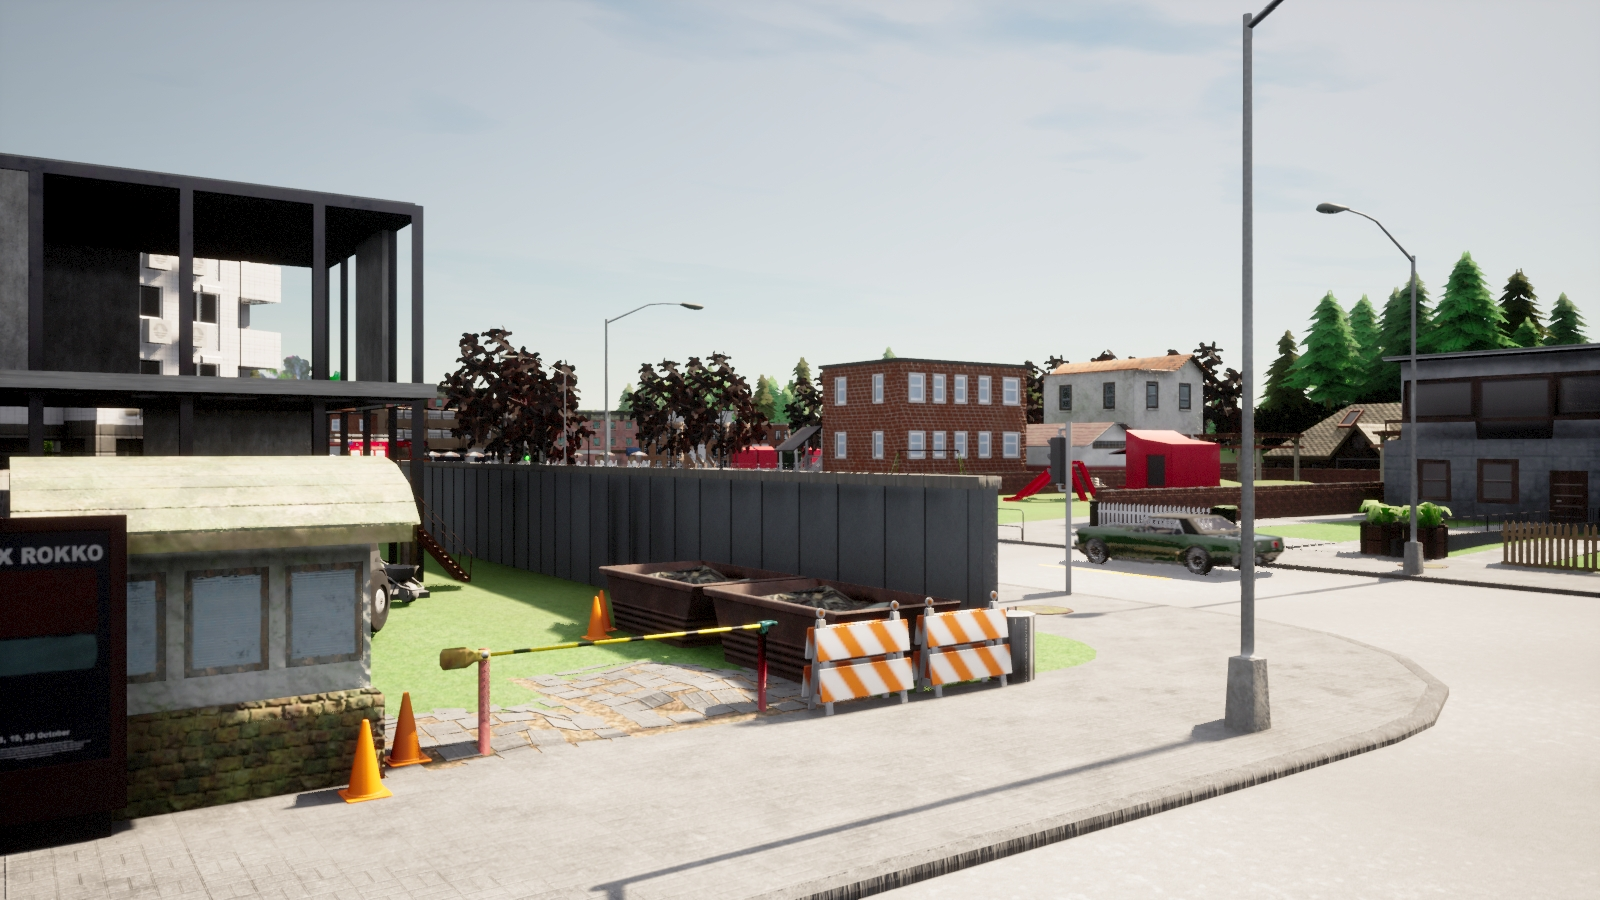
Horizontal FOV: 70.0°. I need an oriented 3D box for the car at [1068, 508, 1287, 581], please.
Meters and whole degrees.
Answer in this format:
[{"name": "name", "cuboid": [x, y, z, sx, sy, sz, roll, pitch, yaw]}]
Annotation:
[{"name": "car", "cuboid": [8.774, 2.146, 26.943, 1.895, 1.301, 4.718, 0, 0, -35]}]
